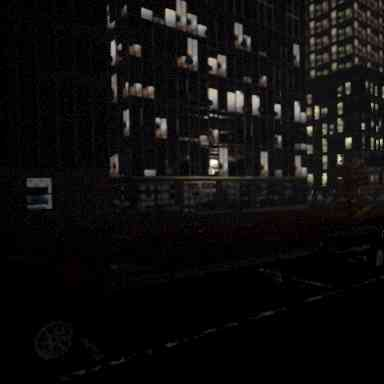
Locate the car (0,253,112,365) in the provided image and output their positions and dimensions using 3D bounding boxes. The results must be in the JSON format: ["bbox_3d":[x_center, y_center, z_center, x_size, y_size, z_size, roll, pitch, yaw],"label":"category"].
[{"bbox_3d":[-3.305,1.546,4.216,4.507,1.381,1.887,0,-1,-35],"label":"car"}]

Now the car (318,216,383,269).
[{"bbox_3d":[5.854,1.496,10.750,4.403,1.369,2.008,0,-1,-35],"label":"car"}]
